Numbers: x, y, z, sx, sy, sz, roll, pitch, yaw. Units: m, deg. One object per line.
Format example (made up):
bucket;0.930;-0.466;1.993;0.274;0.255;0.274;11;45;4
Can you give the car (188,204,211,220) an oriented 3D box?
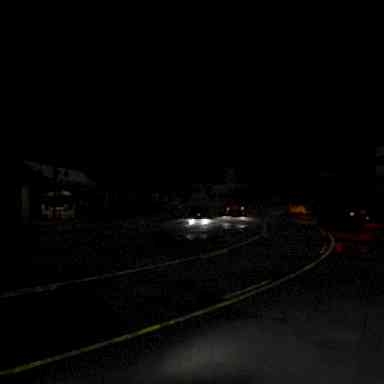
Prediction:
car;0.763;1.863;31.997;1.994;1.385;4.181;0;-1;5

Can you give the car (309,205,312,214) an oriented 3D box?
car;15.650;1.998;40.699;2.128;1.511;4.902;0;0;4

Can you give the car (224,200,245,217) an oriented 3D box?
car;4.612;1.723;36.236;2.097;1.767;4.553;0;-1;4

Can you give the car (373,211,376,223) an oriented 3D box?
car;14.738;1.904;29.808;1.837;1.490;4.892;0;0;6

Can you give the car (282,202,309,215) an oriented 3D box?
car;12.084;1.945;39.799;1.882;1.535;5.008;0;0;4

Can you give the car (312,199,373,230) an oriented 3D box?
car;10.682;1.534;24.133;2.150;2.045;5.566;0;0;7
